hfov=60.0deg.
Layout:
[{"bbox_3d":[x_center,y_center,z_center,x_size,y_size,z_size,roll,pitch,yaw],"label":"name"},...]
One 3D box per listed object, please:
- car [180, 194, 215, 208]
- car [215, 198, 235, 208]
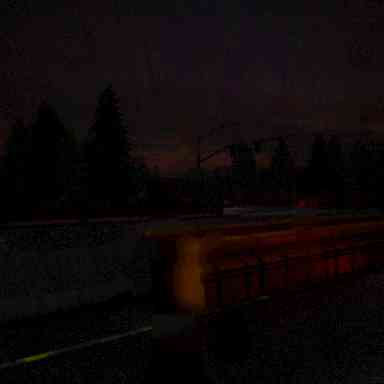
[{"bbox_3d":[0.261,1.257,47.020,2.150,2.045,5.566,0,0,-35],"label":"car"},{"bbox_3d":[4.085,1.565,47.677,1.812,1.442,4.674,0,0,-35],"label":"car"}]
